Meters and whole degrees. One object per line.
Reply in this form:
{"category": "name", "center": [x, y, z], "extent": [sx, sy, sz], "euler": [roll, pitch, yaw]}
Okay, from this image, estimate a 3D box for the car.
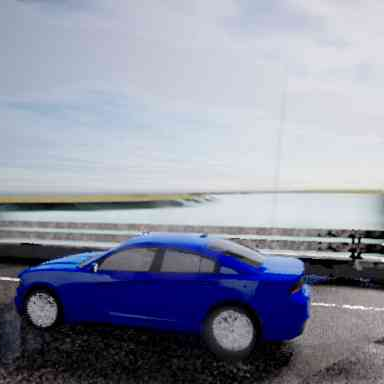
{"category": "car", "center": [-0.594, 1.475, 5.781], "extent": [5.008, 1.535, 1.882], "euler": [0, 0, 15]}
